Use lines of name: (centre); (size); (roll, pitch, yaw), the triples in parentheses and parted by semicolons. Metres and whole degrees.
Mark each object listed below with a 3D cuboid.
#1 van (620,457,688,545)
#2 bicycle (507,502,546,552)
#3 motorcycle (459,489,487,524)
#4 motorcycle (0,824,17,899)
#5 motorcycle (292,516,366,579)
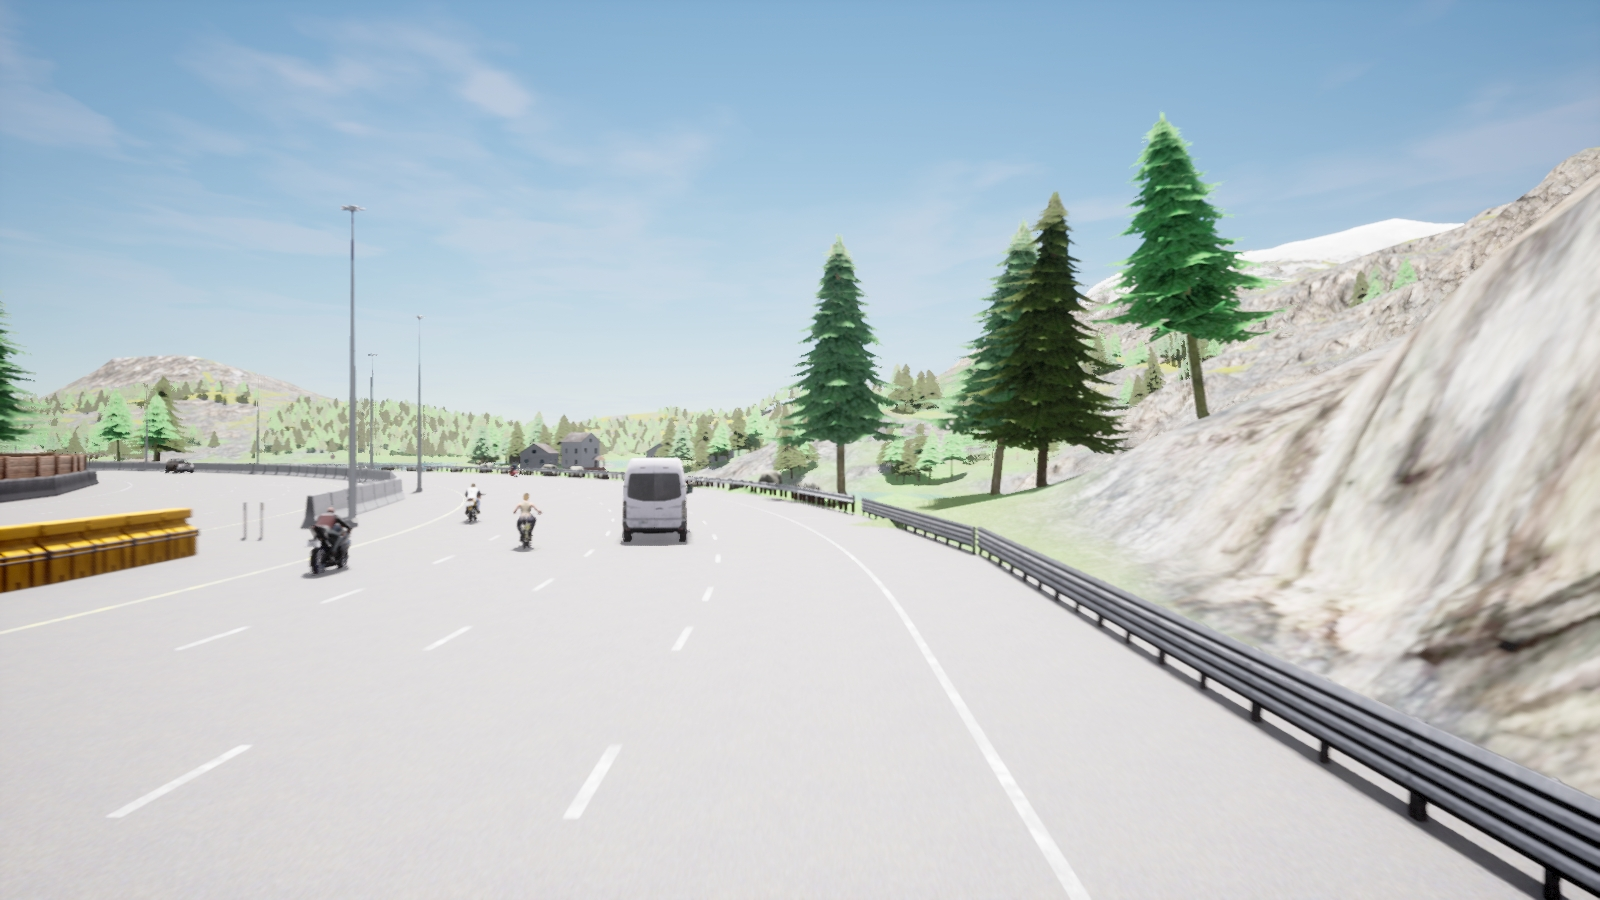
van: (-4.631, 1.535, 36.950); (1.988, 2.561, 5.915); (0, 0, -6)
bicycle: (-7.709, 2.149, 32.274); (0.859, 1.295, 1.487); (-1, 0, -6)
motorcycle: (-12.680, 2.177, 44.348); (0.803, 1.217, 2.033); (0, 0, -9)
motorcycle: (-3.501, 2.146, 3.368); (0.764, 1.325, 2.356); (0, 0, 0)
motorcycle: (-10.785, 2.205, 26.241); (0.867, 1.251, 2.209); (0, 0, -3)
